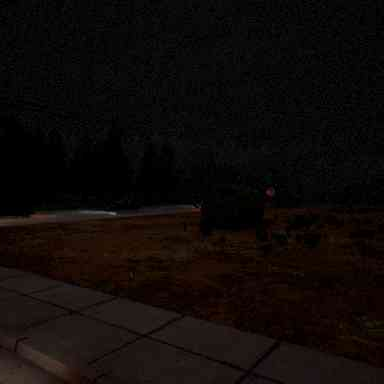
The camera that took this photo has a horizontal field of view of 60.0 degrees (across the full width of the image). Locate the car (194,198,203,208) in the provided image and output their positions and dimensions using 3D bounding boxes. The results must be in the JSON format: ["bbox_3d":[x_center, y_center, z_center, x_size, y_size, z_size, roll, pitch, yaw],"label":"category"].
[{"bbox_3d":[2.195,1.532,47.239,1.837,1.490,4.892,0,0,36],"label":"car"}]

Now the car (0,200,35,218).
[{"bbox_3d":[-16.172,1.504,28.615,1.882,1.535,5.008,0,0,36],"label":"car"}]

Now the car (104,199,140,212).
[{"bbox_3d":[-8.219,1.552,39.358,1.812,1.442,4.674,0,0,37],"label":"car"}]
